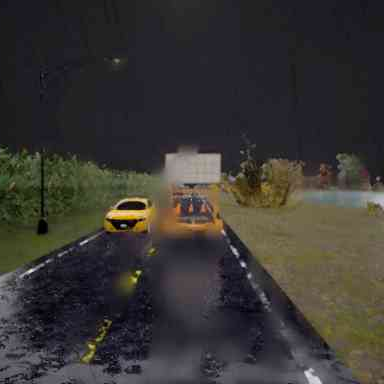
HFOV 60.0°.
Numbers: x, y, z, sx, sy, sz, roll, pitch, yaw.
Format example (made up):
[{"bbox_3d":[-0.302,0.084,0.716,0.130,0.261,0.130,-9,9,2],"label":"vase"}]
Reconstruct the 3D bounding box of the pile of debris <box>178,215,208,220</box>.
[{"bbox_3d":[0.079,1.600,21.064,1.860,0.140,1.500,0,1,0],"label":"pile of debris"}]

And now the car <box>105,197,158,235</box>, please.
[{"bbox_3d":[-2.789,1.039,16.083,1.882,1.535,5.008,0,2,0],"label":"car"}]

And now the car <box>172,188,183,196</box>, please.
[{"bbox_3d":[-2.564,0.019,58.870,2.033,1.411,5.357,0,1,1],"label":"car"}]

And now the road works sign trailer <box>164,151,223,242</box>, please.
[{"bbox_3d":[0.054,0.082,14.023,2.380,3.560,2.880,0,2,0],"label":"road works sign trailer"}]
